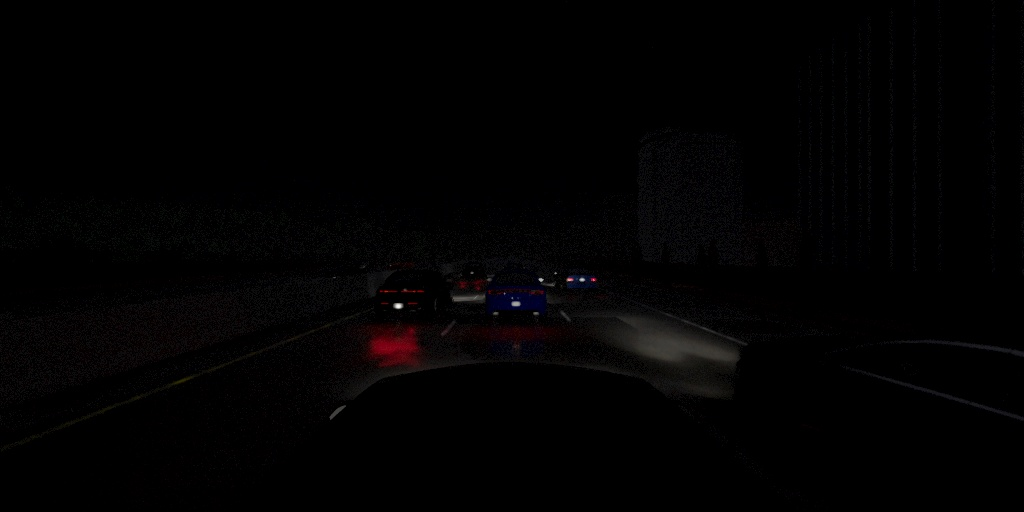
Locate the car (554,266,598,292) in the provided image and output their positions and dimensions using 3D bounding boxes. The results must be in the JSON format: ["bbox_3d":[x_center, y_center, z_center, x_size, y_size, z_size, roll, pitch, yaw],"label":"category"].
[{"bbox_3d":[3.622,1.268,21.005,2.033,1.411,5.357,0,0,0],"label":"car"}]

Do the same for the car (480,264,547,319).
[{"bbox_3d":[0.114,1.207,12.649,1.882,1.535,5.008,0,0,0],"label":"car"}]

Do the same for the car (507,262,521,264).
[{"bbox_3d":[0.135,1.262,31.089,2.033,1.411,5.357,0,0,0],"label":"car"}]

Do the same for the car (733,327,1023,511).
[{"bbox_3d":[3.616,1.241,2.411,2.128,1.511,4.902,0,0,0],"label":"car"}]

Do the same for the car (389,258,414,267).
[{"bbox_3d":[-13.989,1.068,45.702,2.097,1.767,4.553,0,0,1],"label":"car"}]

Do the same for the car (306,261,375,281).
[{"bbox_3d":[-10.571,1.206,21.918,2.128,1.511,4.902,0,0,0],"label":"car"}]

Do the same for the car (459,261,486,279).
[{"bbox_3d":[-3.377,1.239,32.544,1.812,1.442,4.674,0,0,0],"label":"car"}]

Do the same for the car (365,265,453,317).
[{"bbox_3d":[-3.385,1.232,13.099,1.837,1.490,4.892,0,0,0],"label":"car"}]

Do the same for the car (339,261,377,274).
[{"bbox_3d":[-17.499,1.260,41.071,2.033,1.411,5.357,0,0,1],"label":"car"}]
